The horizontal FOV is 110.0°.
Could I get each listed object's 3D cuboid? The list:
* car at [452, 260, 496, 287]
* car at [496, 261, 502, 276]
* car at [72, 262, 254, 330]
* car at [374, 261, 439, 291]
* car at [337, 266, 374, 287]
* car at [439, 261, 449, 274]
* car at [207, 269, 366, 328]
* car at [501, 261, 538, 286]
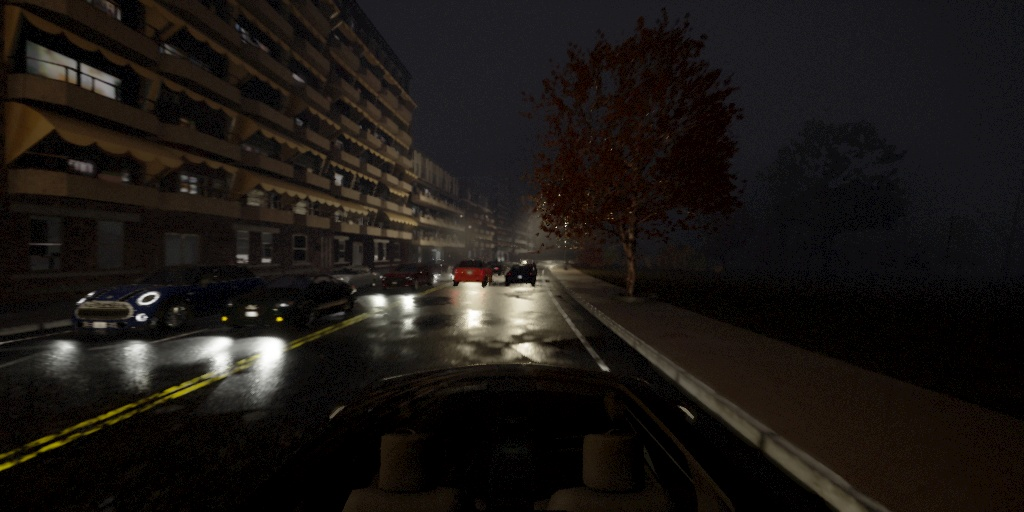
[{"bbox_3d":[-2.507,1.020,24.032,2.097,1.767,4.553,0,0,3],"label":"car"},{"bbox_3d":[-1.796,1.198,35.945,2.033,1.411,5.357,0,0,5],"label":"car"},{"bbox_3d":[-9.704,1.035,10.732,2.097,1.767,4.553,0,0,1],"label":"car"},{"bbox_3d":[-6.071,1.140,21.413,1.882,1.535,5.008,0,0,3],"label":"car"},{"bbox_3d":[-9.366,1.253,20.623,1.895,1.301,4.718,0,0,3],"label":"car"},{"bbox_3d":[-8.171,1.189,38.437,1.994,1.385,4.181,0,0,5],"label":"car"},{"bbox_3d":[-6.448,1.257,10.954,1.994,1.385,4.181,0,0,2],"label":"car"},{"bbox_3d":[0.625,1.243,24.178,1.994,1.385,4.181,0,0,4],"label":"car"}]
